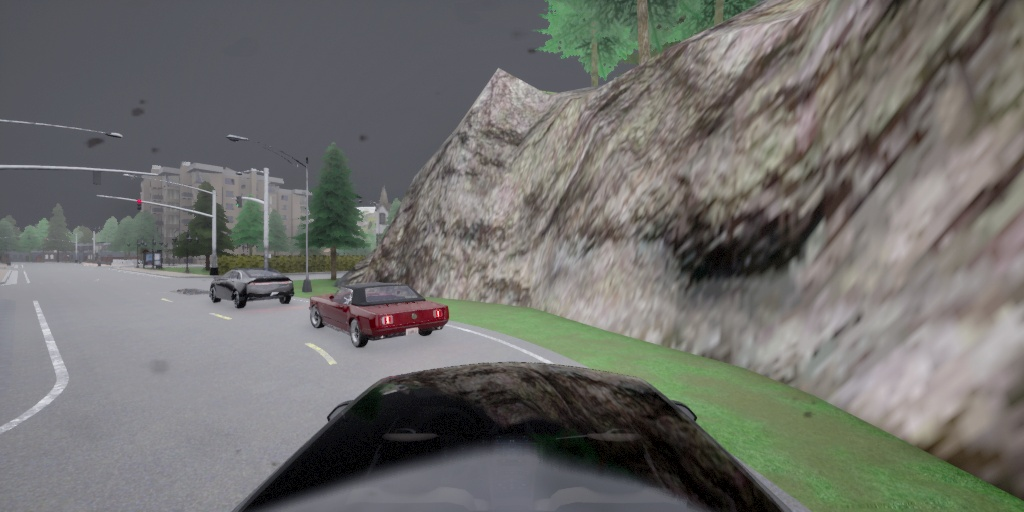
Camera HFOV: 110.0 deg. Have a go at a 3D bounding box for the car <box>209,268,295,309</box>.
[{"bbox_3d":[-11.016,1.242,15.103,4.902,1.511,2.128,0,0,36],"label":"car"}]

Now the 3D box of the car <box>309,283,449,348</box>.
[{"bbox_3d":[-3.713,1.351,9.393,1.895,1.301,4.718,0,0,-44],"label":"car"}]
